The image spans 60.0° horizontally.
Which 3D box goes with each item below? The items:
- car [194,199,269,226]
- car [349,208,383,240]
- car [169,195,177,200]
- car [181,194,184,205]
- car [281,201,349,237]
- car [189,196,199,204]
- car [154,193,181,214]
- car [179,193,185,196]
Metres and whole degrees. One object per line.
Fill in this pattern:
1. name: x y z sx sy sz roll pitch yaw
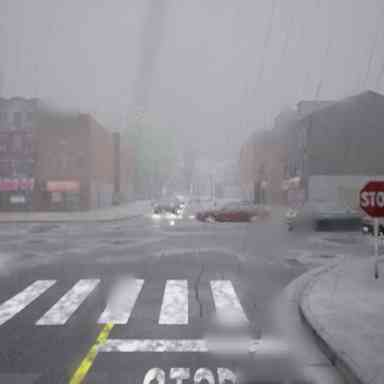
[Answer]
1. car: 2.815 1.489 23.205 5.008 1.535 1.882 1 0 -1
2. car: 9.351 1.241 13.331 4.902 1.511 2.128 -1 -1 -1
3. car: -5.299 1.469 92.868 2.008 1.369 4.403 1 0 0
4. car: -2.569 1.446 45.387 2.128 1.511 4.902 0 0 0
5. car: 6.869 1.203 16.560 4.553 1.767 2.097 -1 -1 -1
6. car: 0.376 1.479 64.084 2.033 1.411 5.357 0 0 -2
7. car: -2.679 1.319 34.907 2.097 1.767 4.553 0 0 3
8. car: -2.539 1.161 59.601 2.150 2.045 5.566 0 0 0
